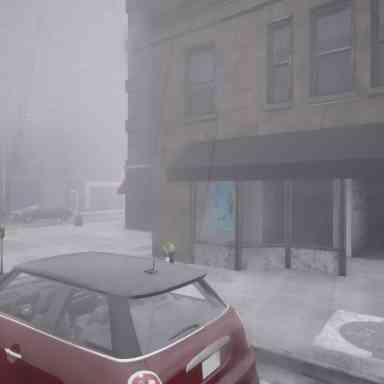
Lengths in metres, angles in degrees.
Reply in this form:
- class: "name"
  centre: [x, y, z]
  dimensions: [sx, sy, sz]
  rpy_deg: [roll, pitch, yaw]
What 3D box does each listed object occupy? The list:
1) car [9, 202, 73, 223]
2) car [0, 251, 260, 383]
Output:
- class: "car"
  centre: [-11.376, 1.516, 25.386]
  dimensions: [1.812, 1.442, 4.674]
  rpy_deg: [0, 0, 37]
- class: "car"
  centre: [-1.418, 1.440, 3.864]
  dimensions: [4.097, 1.590, 1.967]
  rpy_deg: [0, 0, 36]
